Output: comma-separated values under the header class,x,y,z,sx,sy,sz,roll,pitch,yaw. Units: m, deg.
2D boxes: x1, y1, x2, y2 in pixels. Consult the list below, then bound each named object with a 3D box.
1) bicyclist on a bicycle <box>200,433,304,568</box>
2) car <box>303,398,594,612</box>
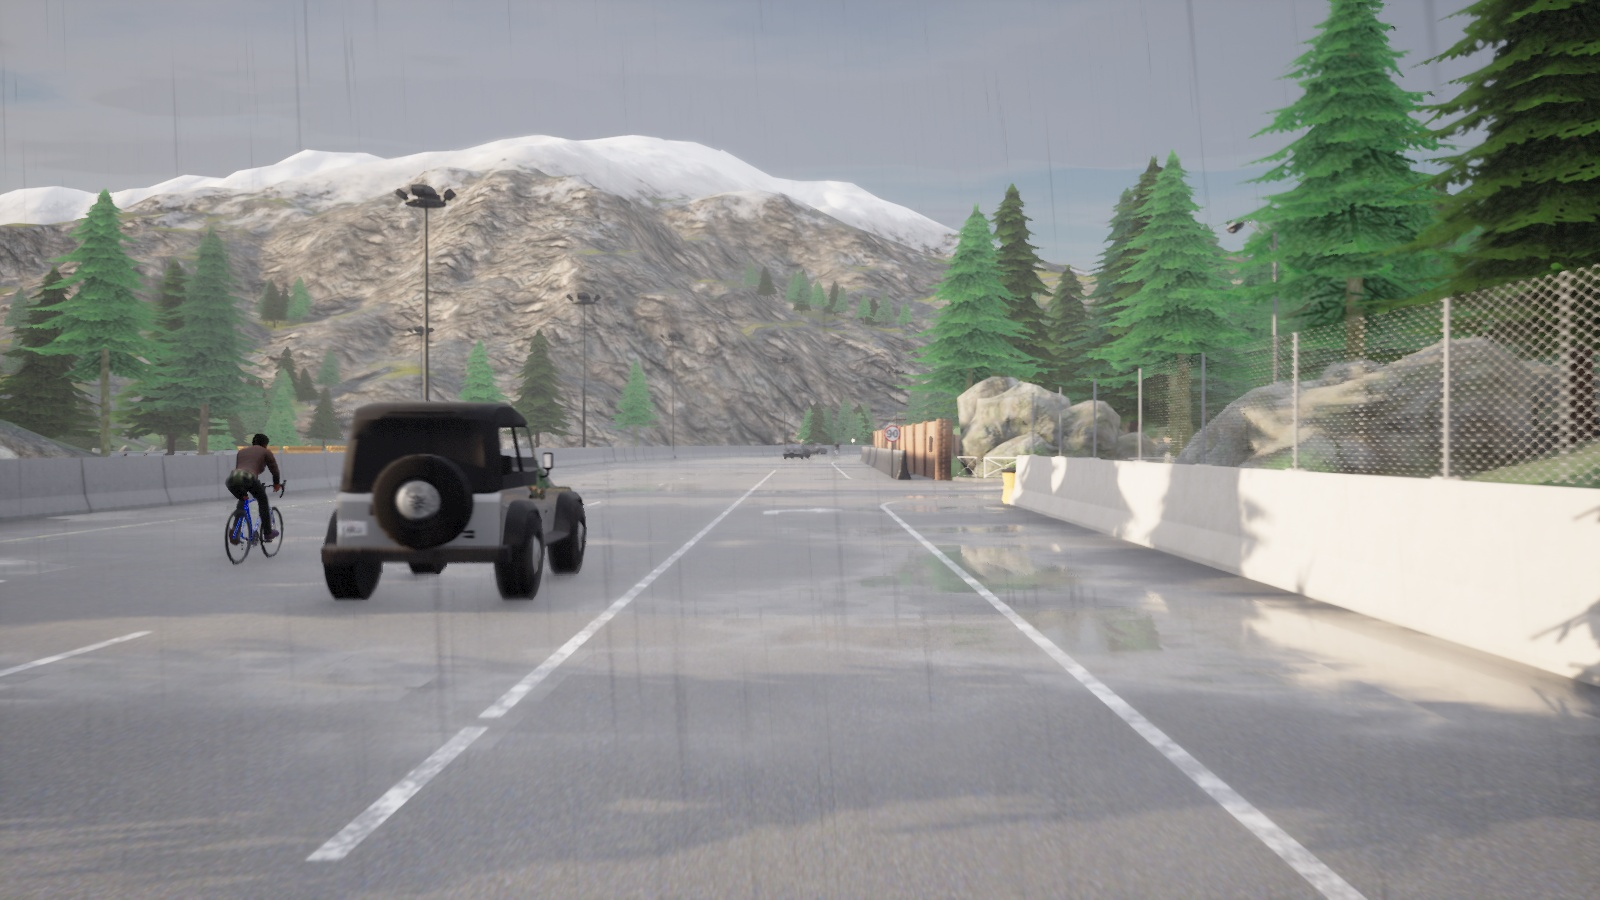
class,x,y,z,sx,sy,sz,roll,pitch,yaw
bicyclist on a bicycle,-6.894,0.604,15.887,0.582,1.620,1.656,0,0,0
car,-3.411,0.468,12.977,1.905,1.878,3.866,0,1,0
